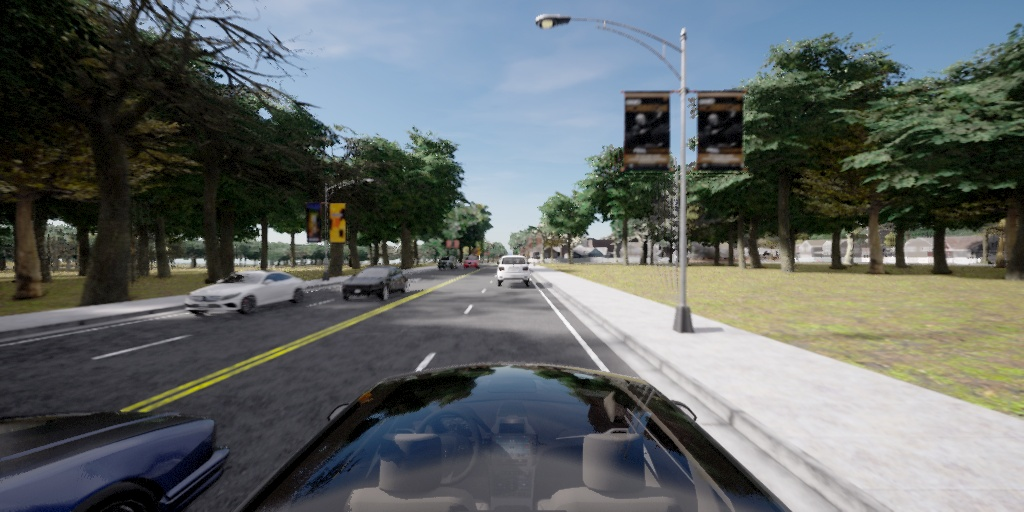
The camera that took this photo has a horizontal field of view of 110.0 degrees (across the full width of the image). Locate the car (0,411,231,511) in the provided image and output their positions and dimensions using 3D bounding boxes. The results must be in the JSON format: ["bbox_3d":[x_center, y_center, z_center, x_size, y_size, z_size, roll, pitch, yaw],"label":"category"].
[{"bbox_3d":[-3.149,1.297,0.320,2.033,1.411,5.357,0,0,0],"label":"car"}]

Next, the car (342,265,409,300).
[{"bbox_3d":[-6.599,1.237,17.822,1.882,1.535,5.008,0,0,0],"label":"car"}]

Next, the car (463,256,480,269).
[{"bbox_3d":[-6.553,1.089,58.416,2.150,2.045,5.566,0,0,1],"label":"car"}]

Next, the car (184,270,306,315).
[{"bbox_3d":[-9.841,1.280,13.755,1.812,1.442,4.674,0,0,0],"label":"car"}]

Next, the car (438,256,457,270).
[{"bbox_3d":[-9.812,1.071,54.886,2.150,2.045,5.566,0,0,1],"label":"car"}]

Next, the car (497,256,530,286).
[{"bbox_3d":[0.099,0.995,25.717,2.150,2.045,5.566,0,0,0],"label":"car"}]
